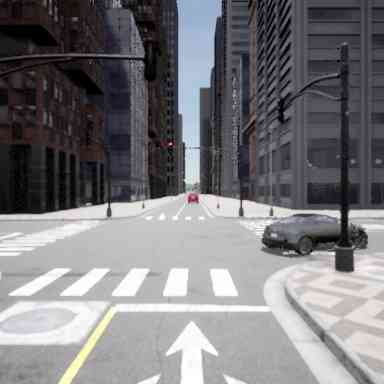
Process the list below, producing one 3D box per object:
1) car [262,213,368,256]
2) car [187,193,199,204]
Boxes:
[{"bbox_3d":[4.840,1.537,13.046,4.181,1.385,1.994,0,0,-25],"label":"car"},{"bbox_3d":[0.237,1.236,66.172,2.150,2.045,5.566,0,0,0],"label":"car"}]
